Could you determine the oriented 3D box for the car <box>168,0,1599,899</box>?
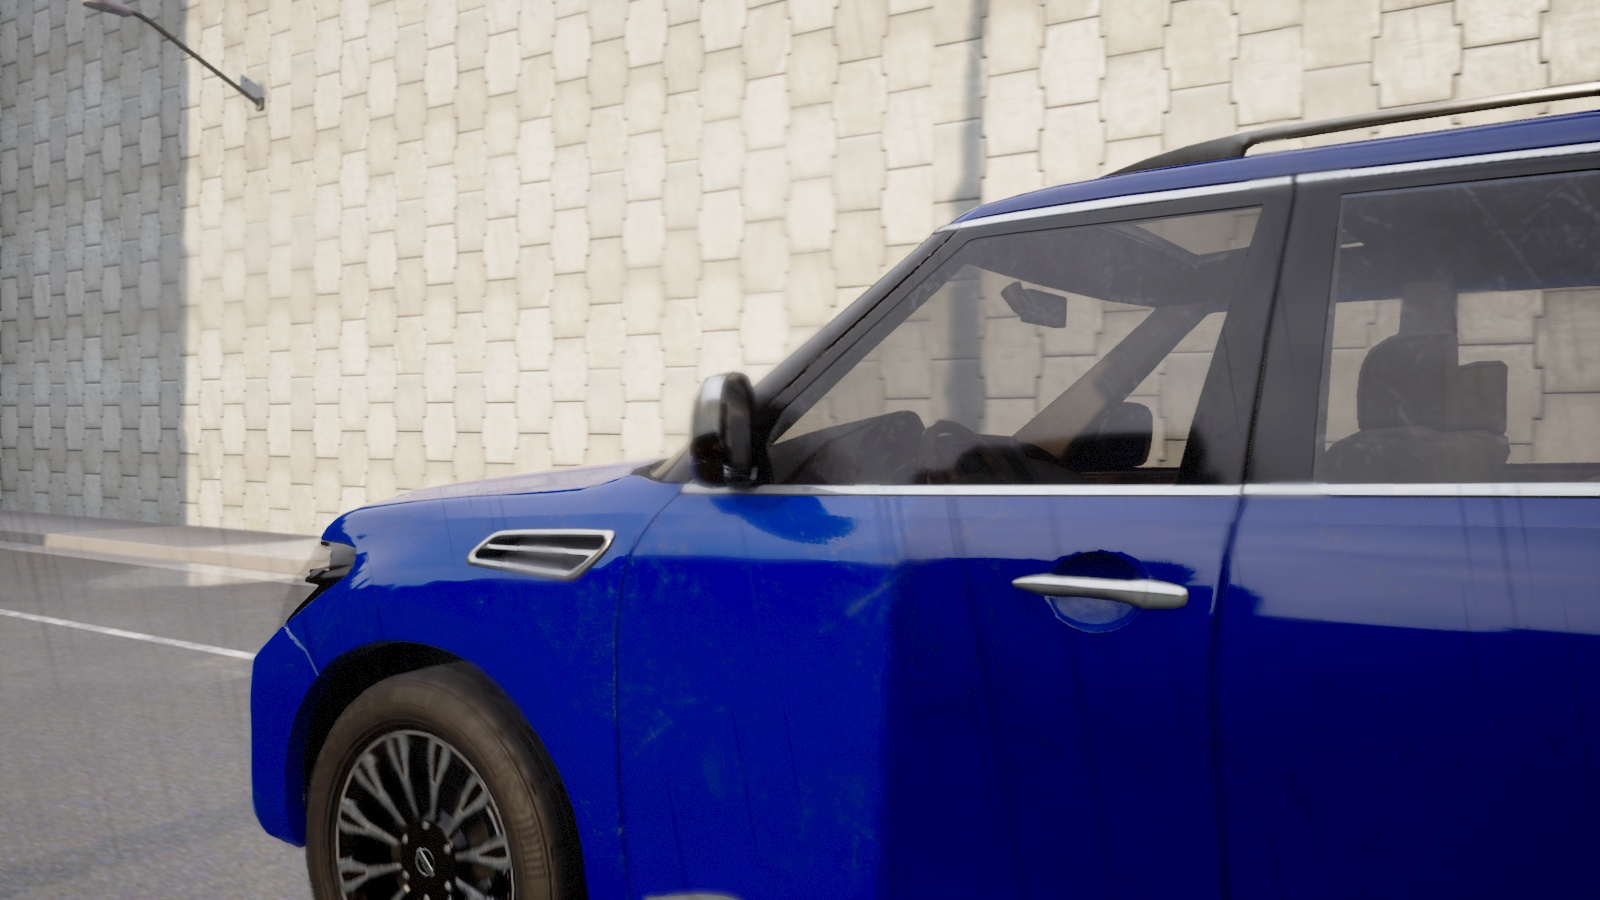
[{"bbox_3d":[1.177,0.401,2.836,5.566,2.045,2.150,0,1,34],"label":"car"}]
